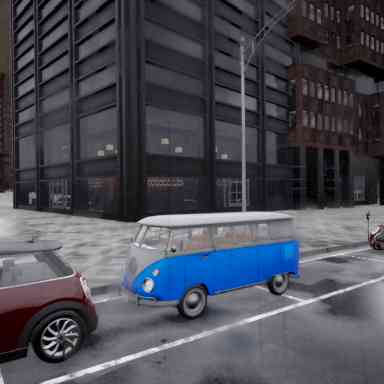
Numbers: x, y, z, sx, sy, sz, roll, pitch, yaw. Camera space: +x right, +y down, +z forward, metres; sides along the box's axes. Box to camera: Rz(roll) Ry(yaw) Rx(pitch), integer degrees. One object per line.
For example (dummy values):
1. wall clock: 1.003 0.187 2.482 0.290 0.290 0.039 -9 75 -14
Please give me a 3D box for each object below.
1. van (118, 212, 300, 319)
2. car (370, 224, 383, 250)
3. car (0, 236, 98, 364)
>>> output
1. van: 0.534 1.339 7.052 3.998 1.788 1.690 0 -1 -36
2. car: 8.629 1.434 12.839 4.097 1.590 1.967 0 -1 -36
3. car: -3.440 1.440 4.209 4.097 1.590 1.967 0 -1 -36
